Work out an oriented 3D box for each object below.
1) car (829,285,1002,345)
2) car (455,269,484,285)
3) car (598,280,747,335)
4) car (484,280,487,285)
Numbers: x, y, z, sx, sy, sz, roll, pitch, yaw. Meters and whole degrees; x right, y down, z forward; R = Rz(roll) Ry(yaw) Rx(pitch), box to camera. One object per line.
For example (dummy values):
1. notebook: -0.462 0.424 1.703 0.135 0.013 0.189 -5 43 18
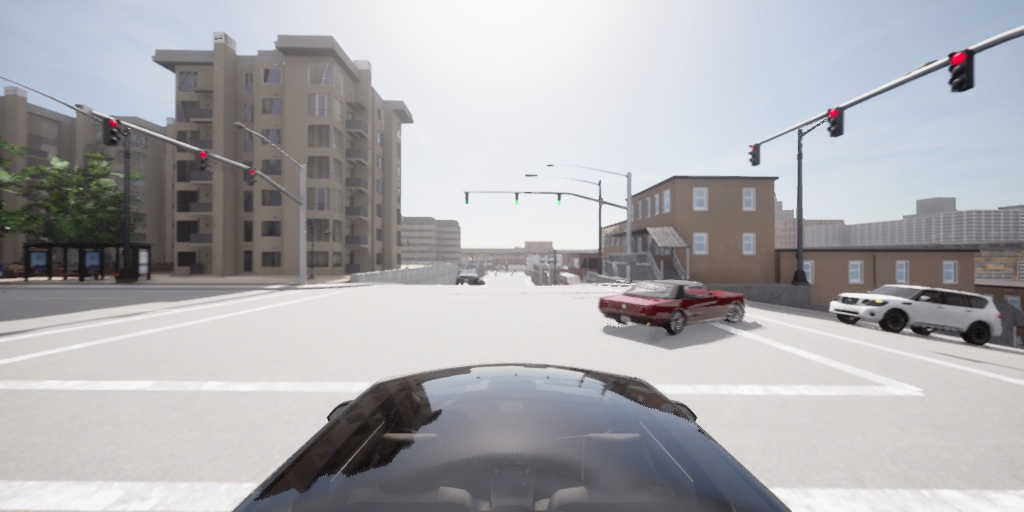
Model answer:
1. car: 16.687 2.234 14.940 5.566 2.045 2.150 9 0 0
2. car: -3.751 1.873 31.591 1.812 1.442 4.674 0 -5 0
3. car: 4.865 1.364 10.565 4.718 1.301 1.895 0 0 -32
4. car: -3.795 3.322 40.670 1.895 1.301 4.718 0 -12 0
